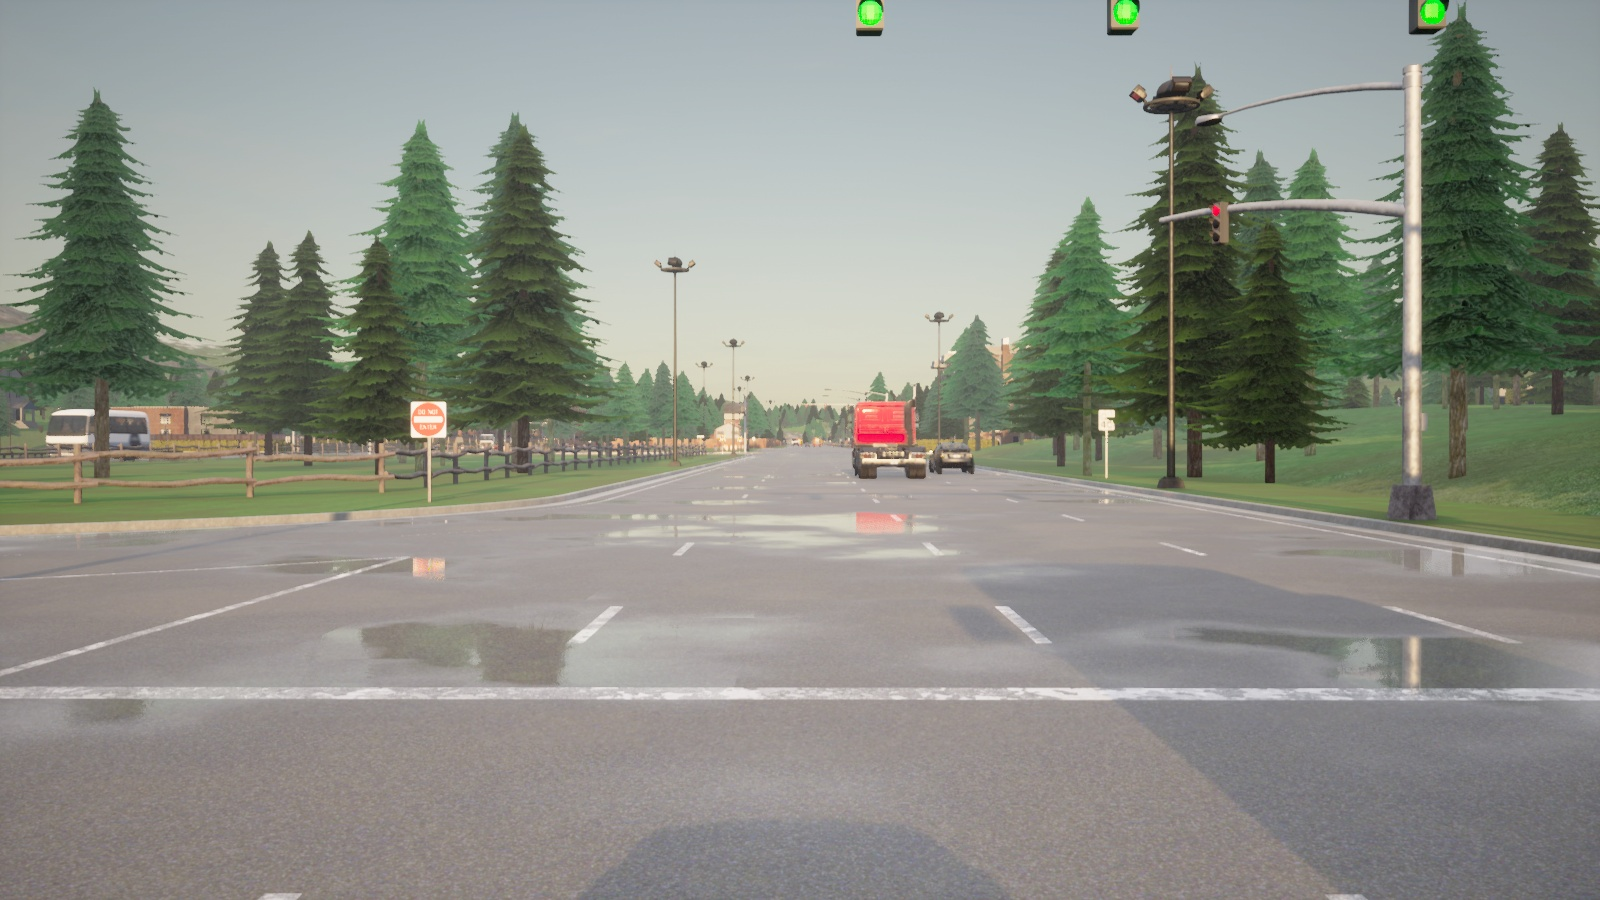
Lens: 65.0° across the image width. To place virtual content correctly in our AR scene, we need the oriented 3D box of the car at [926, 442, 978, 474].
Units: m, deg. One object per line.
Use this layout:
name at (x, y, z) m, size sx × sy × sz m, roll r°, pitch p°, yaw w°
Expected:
car at (7.358, 0.365, 61.215) m, size 2.007 × 1.525 × 4.514 m, roll 0°, pitch 0°, yaw 0°

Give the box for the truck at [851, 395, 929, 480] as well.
truck at (3.824, -0.532, 54.966) m, size 2.891 × 3.462 × 7.936 m, roll 0°, pitch 0°, yaw 0°
